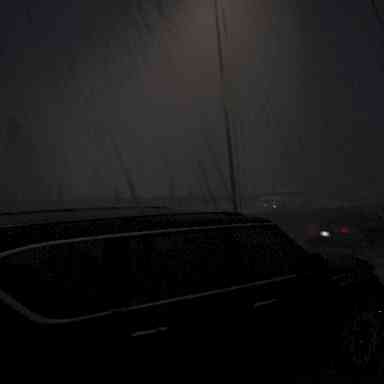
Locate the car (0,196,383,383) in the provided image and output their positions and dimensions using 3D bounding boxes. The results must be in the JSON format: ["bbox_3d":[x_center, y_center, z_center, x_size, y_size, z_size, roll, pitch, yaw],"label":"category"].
[{"bbox_3d":[-0.040,1.185,3.719,5.566,2.045,2.150,-1,1,-35],"label":"car"}]

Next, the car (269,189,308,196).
[{"bbox_3d":[8.851,0.795,31.682,5.566,2.045,2.150,-1,1,-36],"label":"car"}]
